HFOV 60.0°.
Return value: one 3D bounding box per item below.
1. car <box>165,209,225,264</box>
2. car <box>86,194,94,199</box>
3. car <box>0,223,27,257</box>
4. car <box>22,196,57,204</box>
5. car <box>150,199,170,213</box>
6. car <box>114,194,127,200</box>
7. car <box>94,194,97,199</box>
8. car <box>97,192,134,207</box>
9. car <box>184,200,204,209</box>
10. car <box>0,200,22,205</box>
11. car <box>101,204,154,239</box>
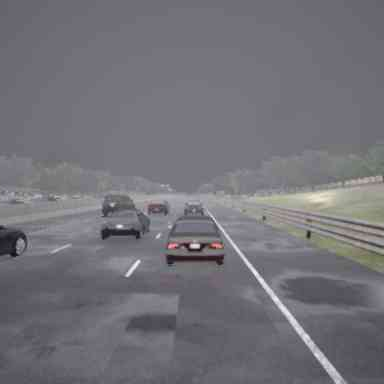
[{"bbox_3d":[0.101,1.553,11.744,2.033,1.411,5.357,0,0,0],"label":"car"},{"bbox_3d":[-24.184,1.218,80.147,1.812,1.442,4.674,0,0,0],"label":"car"},{"bbox_3d":[-6.909,1.512,10.130,1.837,1.490,4.892,0,1,0],"label":"car"},{"bbox_3d":[-17.462,1.373,39.011,2.097,1.767,4.553,0,0,0],"label":"car"},{"bbox_3d":[-3.297,1.495,33.862,1.882,1.535,5.008,0,0,0],"label":"car"},{"bbox_3d":[-17.184,1.193,80.115,1.837,1.490,4.892,0,0,0],"label":"car"},{"bbox_3d":[-20.693,0.950,78.269,2.150,2.045,5.566,0,0,0],"label":"car"},{"bbox_3d":[-6.811,1.238,31.228,2.150,2.045,5.566,0,0,0],"label":"car"},{"bbox_3d":[0.200,1.543,33.223,1.812,1.442,4.674,0,0,0],"label":"car"},{"bbox_3d":[-20.974,1.568,37.637,2.033,1.411,5.357,0,0,0],"label":"car"},{"bbox_3d":[-3.369,1.573,17.515,1.994,1.385,4.181,0,0,0],"label":"car"}]
